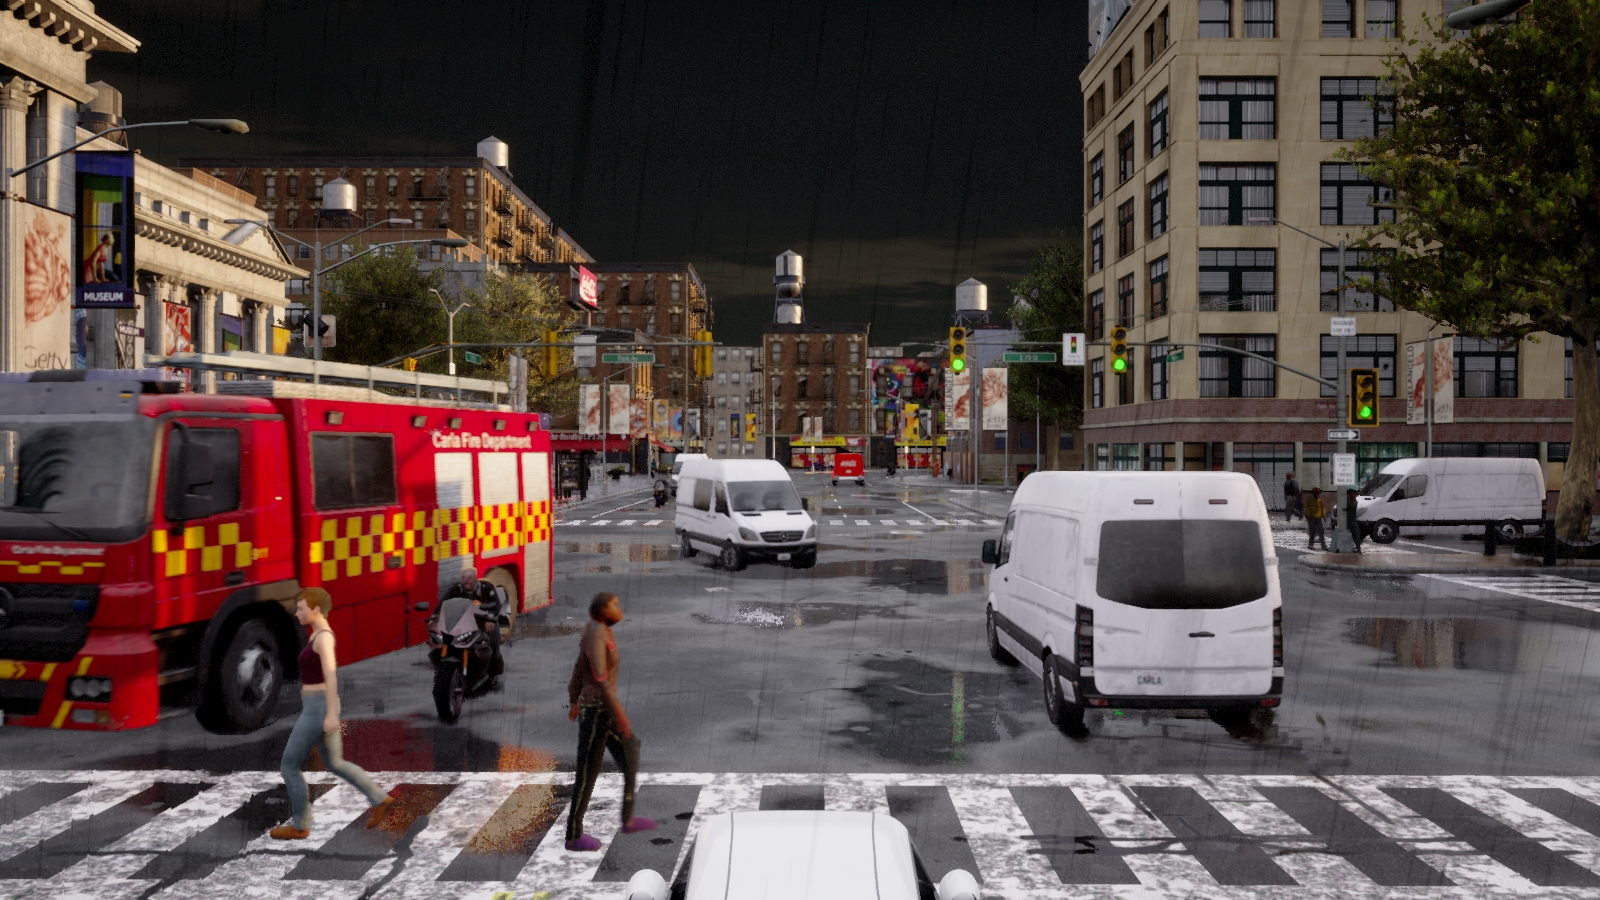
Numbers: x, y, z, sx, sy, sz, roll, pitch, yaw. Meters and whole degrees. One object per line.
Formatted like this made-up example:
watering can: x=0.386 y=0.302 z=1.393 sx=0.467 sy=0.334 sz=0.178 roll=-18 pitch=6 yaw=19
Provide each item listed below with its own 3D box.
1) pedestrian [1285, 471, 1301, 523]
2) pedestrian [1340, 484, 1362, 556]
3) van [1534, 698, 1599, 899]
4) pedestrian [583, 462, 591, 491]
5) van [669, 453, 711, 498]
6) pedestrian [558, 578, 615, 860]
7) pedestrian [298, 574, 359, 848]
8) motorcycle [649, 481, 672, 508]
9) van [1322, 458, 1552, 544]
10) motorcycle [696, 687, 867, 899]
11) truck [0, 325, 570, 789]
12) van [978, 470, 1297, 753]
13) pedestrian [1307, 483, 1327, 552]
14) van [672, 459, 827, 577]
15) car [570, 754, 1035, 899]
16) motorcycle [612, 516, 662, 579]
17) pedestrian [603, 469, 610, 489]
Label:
pedestrian: x=17.763 y=1.680 z=41.177 sx=0.375 sy=1.860 sz=0.375 roll=0 pitch=0 yaw=-9
pedestrian: x=14.414 y=1.836 z=29.910 sx=0.375 sy=1.860 sz=0.375 roll=0 pitch=0 yaw=-10
van: x=3.519 y=1.762 z=1.592 sx=2.069 sy=2.038 sz=4.480 roll=0 pitch=-2 yaw=0
pedestrian: x=-13.371 y=1.668 z=71.753 sx=0.375 sy=1.860 sz=0.375 roll=0 pitch=0 yaw=3
van: x=-6.758 y=1.503 z=70.683 sx=1.988 sy=2.561 sz=5.915 roll=0 pitch=1 yaw=0
pedestrian: x=-1.479 y=1.846 z=7.943 sx=0.375 sy=1.860 sz=0.375 roll=0 pitch=0 yaw=-8
pedestrian: x=-3.383 y=1.845 z=8.210 sx=0.375 sy=1.860 sz=0.375 roll=0 pitch=0 yaw=-17
motorcycle: x=-6.817 y=2.183 z=56.000 sx=0.867 sy=1.251 sz=2.209 roll=0 pitch=0 yaw=0
van: x=19.388 y=1.520 z=34.970 sx=5.915 sy=2.561 sz=1.988 roll=0 pitch=0 yaw=0
motorcycle: x=-0.089 y=2.179 z=6.613 sx=0.856 sy=1.236 sz=1.805 roll=0 pitch=0 yaw=0
truck: x=-5.935 y=0.884 z=13.881 sx=2.891 sy=3.827 sz=8.468 roll=0 pitch=0 yaw=13
van: x=3.547 y=1.525 z=13.404 sx=1.988 sy=2.561 sz=5.915 roll=0 pitch=-1 yaw=0
pedestrian: x=14.042 y=1.836 z=31.022 sx=0.375 sy=1.860 sz=0.375 roll=0 pitch=0 yaw=0
van: x=-1.423 y=1.523 z=28.375 sx=1.988 sy=2.561 sz=5.915 roll=-1 pitch=0 yaw=-22
car: x=0.010 y=2.118 z=4.246 sx=1.481 sy=1.376 sz=2.207 roll=0 pitch=0 yaw=0
motorcycle: x=-3.694 y=2.194 z=26.112 sx=0.867 sy=1.251 sz=2.209 roll=0 pitch=0 yaw=-1
pedestrian: x=-12.889 y=1.947 z=75.971 sx=0.375 sy=1.300 sz=0.375 roll=0 pitch=0 yaw=9
